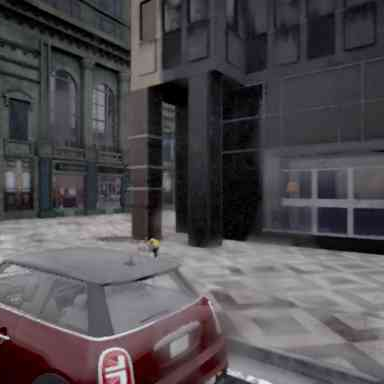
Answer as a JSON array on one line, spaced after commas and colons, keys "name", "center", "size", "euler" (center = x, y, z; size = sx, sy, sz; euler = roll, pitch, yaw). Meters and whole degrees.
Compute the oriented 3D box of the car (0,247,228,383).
[{"name": "car", "center": [-1.694, 1.425, 4.175], "size": [4.097, 1.590, 1.967], "euler": [0, 0, 35]}]
